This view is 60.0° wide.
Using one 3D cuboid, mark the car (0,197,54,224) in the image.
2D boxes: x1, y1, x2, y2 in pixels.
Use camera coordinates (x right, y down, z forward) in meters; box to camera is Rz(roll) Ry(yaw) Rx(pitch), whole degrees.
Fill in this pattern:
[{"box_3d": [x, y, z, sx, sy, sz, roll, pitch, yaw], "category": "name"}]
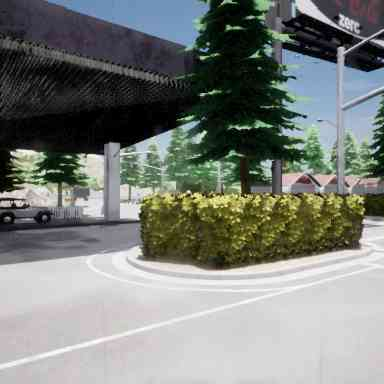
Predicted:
[{"box_3d": [-11.983, 1.313, 23.471, 3.866, 1.878, 1.905, 0, 0, -36], "category": "car"}]
